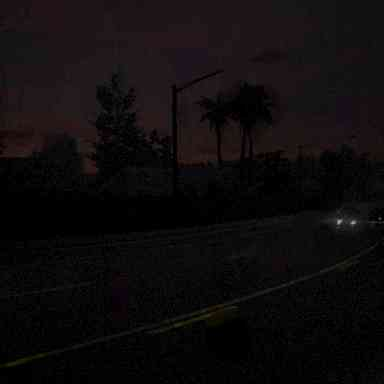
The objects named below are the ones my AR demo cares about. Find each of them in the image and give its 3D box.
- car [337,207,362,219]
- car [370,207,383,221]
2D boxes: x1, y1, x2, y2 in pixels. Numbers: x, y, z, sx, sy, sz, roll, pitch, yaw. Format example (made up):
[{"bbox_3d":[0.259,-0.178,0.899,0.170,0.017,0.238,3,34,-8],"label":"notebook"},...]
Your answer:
[{"bbox_3d":[17.842,2.319,37.692,1.895,1.301,4.718,-1,-1,35],"label":"car"},{"bbox_3d":[19.494,2.201,33.975,2.033,1.411,5.357,-1,-1,35],"label":"car"}]
